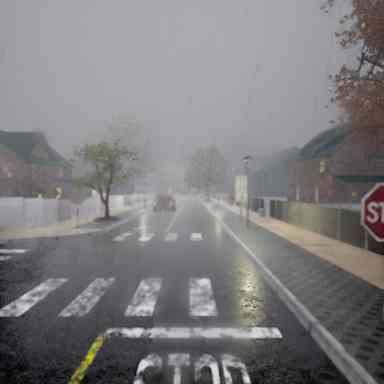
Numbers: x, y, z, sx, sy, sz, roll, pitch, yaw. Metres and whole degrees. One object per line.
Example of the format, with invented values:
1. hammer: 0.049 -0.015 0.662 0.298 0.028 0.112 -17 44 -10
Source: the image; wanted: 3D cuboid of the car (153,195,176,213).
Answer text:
1. car: -2.721 1.148 33.800 2.097 1.767 4.553 0 0 0
